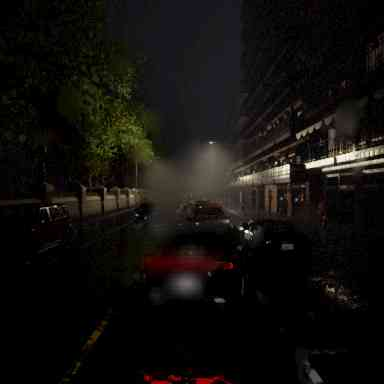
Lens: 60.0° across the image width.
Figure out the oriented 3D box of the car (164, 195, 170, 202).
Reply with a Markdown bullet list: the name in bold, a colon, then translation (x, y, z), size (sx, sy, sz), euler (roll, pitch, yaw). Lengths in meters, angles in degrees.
- **car**: translation (-5.827, 1.590, 62.017), size (2.008, 1.369, 4.403), euler (0, 0, 0)

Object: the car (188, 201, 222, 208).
- **car**: translation (0.861, 1.480, 18.121), size (1.882, 1.535, 5.008), euler (0, 0, 0)

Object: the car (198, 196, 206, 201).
- **car**: translation (2.504, 1.637, 84.557), size (1.947, 1.339, 4.313), euler (0, 0, 0)

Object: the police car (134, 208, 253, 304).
- **police car**: translation (0.425, 1.426, 8.418), size (1.930, 1.638, 5.238), euler (0, 0, 12)

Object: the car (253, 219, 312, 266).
- **car**: translation (2.665, 1.567, 11.365), size (1.947, 1.339, 4.313), euler (0, 0, 0)

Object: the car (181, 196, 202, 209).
- **car**: translation (-0.078, 1.568, 45.066), size (2.033, 1.411, 5.357), euler (0, 0, 0)

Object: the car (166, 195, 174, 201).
- **car**: translation (-5.890, 1.607, 89.999), size (1.752, 1.417, 4.829), euler (0, 0, 0)

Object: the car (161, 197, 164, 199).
- **car**: translation (-5.803, 1.467, 50.756), size (1.967, 1.590, 4.097), euler (0, 0, 0)

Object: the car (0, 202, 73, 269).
- **car**: translation (-5.715, 1.316, 11.347), size (2.192, 1.841, 5.009), euler (0, 0, 0)

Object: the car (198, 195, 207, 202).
- **car**: translation (2.515, 1.502, 78.927), size (1.967, 1.590, 4.097), euler (0, 0, 0)

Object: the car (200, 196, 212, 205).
- **car**: translation (2.553, 1.479, 62.036), size (1.967, 1.590, 4.097), euler (0, 0, 0)

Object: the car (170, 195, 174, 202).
- **car**: translation (-5.864, 1.587, 78.738), size (1.752, 1.417, 4.829), euler (0, 0, 0)

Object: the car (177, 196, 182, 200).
- **car**: translation (-3.207, 1.691, 94.359), size (1.895, 1.301, 4.718), euler (0, 0, 0)

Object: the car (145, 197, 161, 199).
- **car**: translation (-5.791, 1.461, 45.127), size (1.967, 1.590, 4.097), euler (0, 0, 0)

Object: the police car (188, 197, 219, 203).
- **police car**: translation (0.847, 1.430, 24.231), size (1.930, 1.638, 5.238), euler (0, 0, 0)

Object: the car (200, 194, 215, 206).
- **car**: translation (2.564, 1.348, 56.405), size (2.192, 1.841, 5.009), euler (0, 0, 0)

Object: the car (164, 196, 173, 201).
- **car**: translation (-5.877, 1.622, 84.538), size (2.008, 1.369, 4.403), euler (0, 0, 0)

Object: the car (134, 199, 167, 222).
- **car**: translation (-3.153, 1.510, 25.028), size (1.837, 1.490, 4.892), euler (0, 0, 0)

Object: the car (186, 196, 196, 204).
- **car**: translation (-0.139, 1.518, 63.738), size (1.882, 1.535, 5.008), euler (0, 0, 0)
